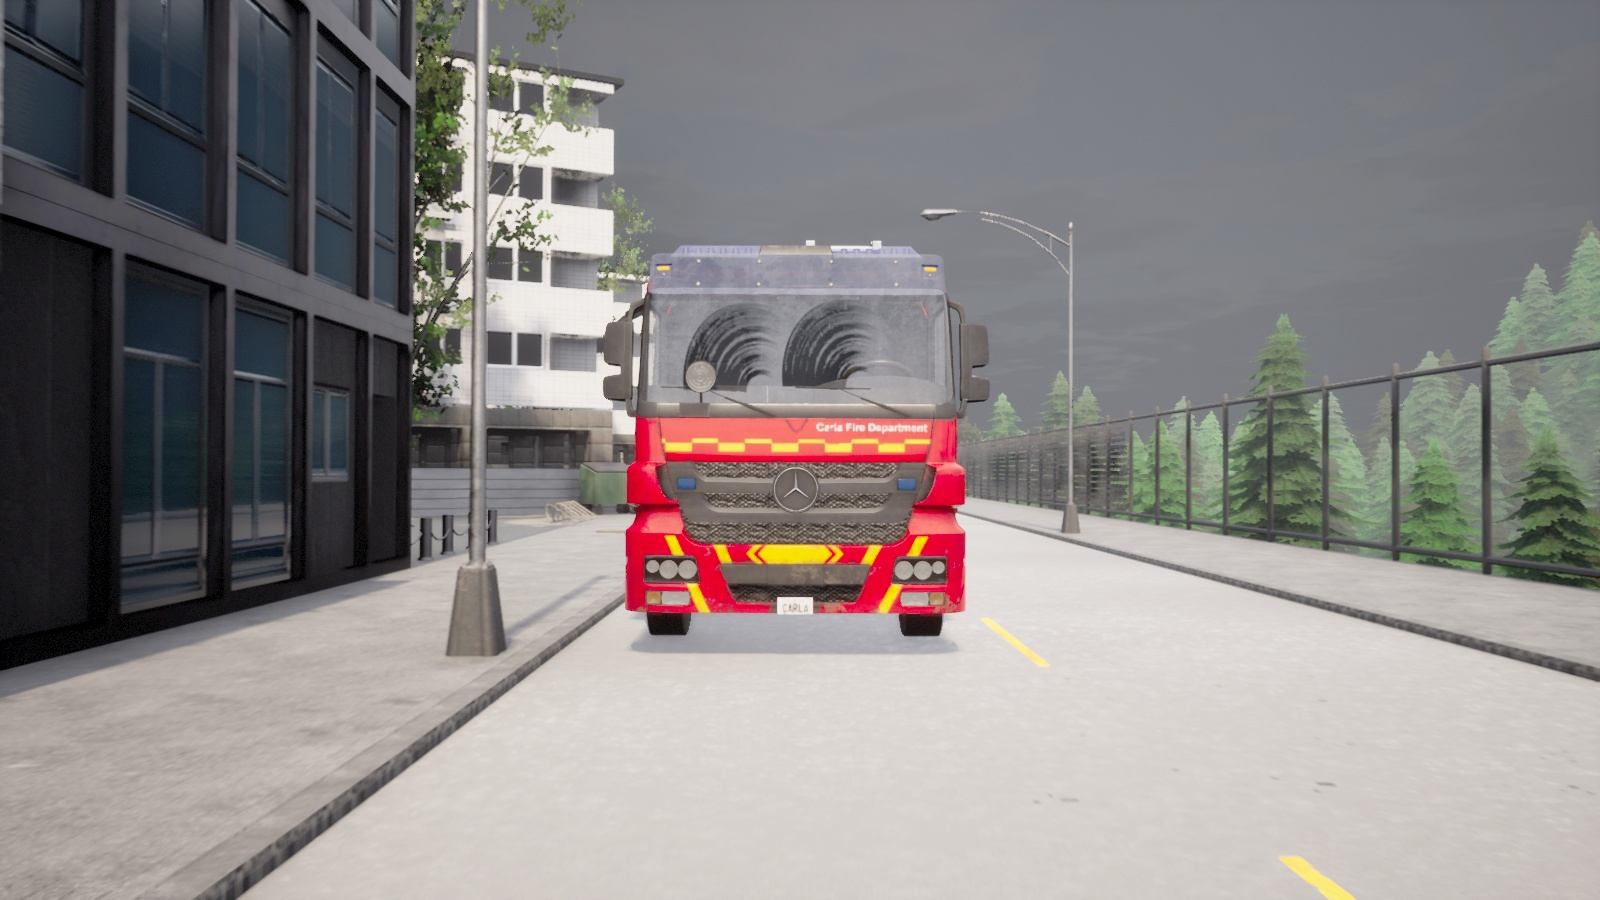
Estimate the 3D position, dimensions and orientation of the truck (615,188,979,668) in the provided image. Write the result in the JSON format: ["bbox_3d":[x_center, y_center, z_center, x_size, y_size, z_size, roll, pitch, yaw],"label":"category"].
[{"bbox_3d":[-0.042,-0.111,14.264,2.891,3.827,8.468,0,-1,0],"label":"truck"}]
